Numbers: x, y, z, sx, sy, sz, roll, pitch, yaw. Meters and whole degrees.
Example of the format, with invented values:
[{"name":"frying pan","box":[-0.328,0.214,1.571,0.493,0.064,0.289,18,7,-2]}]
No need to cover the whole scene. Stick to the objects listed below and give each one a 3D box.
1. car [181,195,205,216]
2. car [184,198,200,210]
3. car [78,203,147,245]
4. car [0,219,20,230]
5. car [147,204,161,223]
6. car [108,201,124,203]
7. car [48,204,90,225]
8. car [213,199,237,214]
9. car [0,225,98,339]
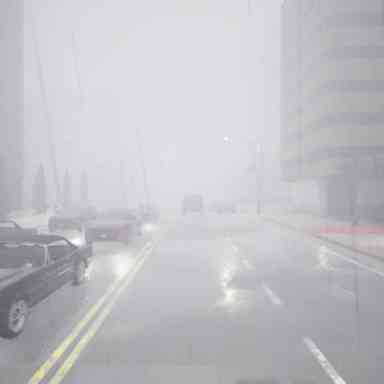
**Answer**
[{"name":"car","box":[0.093,1.282,33.718,2.150,2.045,5.566,0,0,0]},{"name":"car","box":[0.005,1.624,45.392,2.033,1.411,5.357,0,0,0]},{"name":"car","box":[-3.575,1.507,15.970,1.882,1.535,5.008,0,0,0]},{"name":"car","box":[-7.091,1.621,11.044,1.895,1.301,4.718,0,0,0]},{"name":"car","box":[-3.561,1.611,25.875,1.994,1.385,4.181,0,0,1]},{"name":"car","box":[-7.026,1.581,30.520,1.812,1.442,4.674,0,0,0]},{"name":"car","box":[-7.086,1.515,20.542,1.882,1.535,5.008,0,0,0]},{"name":"car","box":[3.592,1.665,35.893,1.895,1.301,4.718,0,0,0]},{"name":"car","box":[-3.579,1.613,6.721,1.895,1.301,4.718,0,0,0]}]
